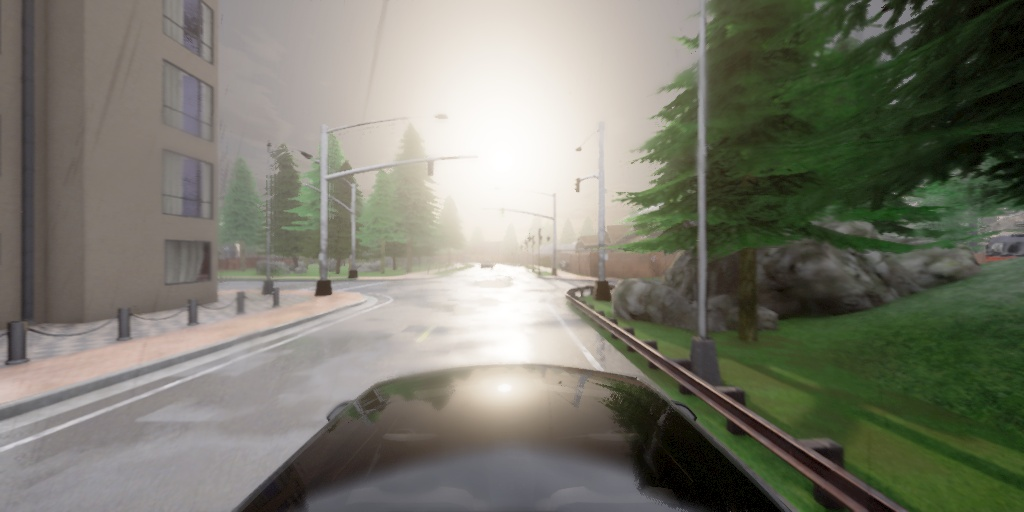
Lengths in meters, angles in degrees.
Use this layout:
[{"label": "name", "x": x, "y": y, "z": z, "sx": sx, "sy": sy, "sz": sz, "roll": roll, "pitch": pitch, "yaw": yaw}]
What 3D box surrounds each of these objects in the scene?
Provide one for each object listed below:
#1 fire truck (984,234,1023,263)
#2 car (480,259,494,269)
[{"label": "fire truck", "x": 39.396, "y": 0.125, "z": 25.412, "sx": 8.468, "sy": 3.827, "sz": 2.891, "roll": 0, "pitch": 0, "yaw": 1}, {"label": "car", "x": -4.134, "y": 1.427, "z": 59.996, "sx": 1.994, "sy": 1.385, "sz": 4.181, "roll": 0, "pitch": 0, "yaw": 0}]
